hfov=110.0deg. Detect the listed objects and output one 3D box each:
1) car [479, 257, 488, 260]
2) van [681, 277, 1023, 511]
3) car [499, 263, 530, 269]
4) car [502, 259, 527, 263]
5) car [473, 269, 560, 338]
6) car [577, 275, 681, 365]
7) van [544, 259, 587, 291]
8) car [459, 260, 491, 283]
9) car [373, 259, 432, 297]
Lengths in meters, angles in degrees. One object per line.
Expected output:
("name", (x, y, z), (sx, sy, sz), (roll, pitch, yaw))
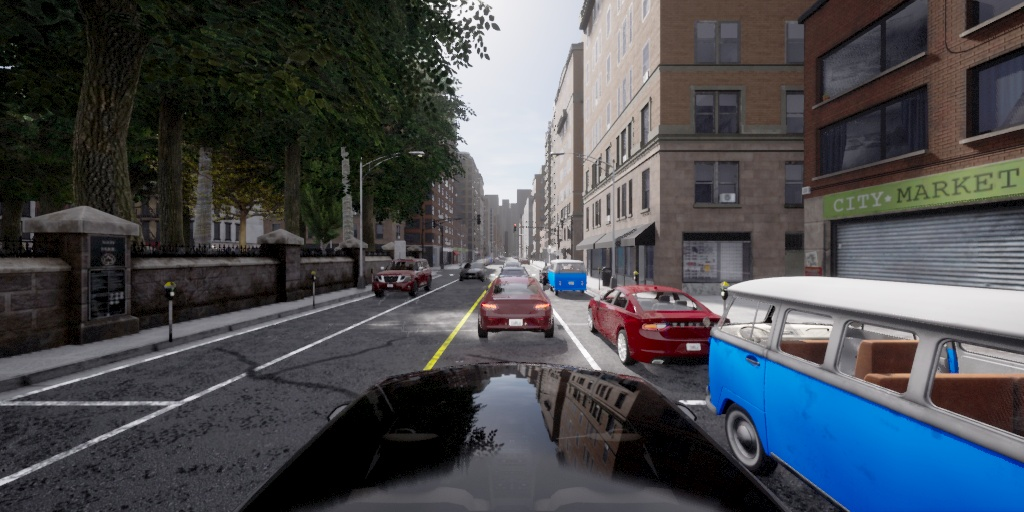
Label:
("car", (-5.624, 1.229, 62.676), (1.751, 1.417, 4.829), (0, 0, 0))
("van", (2.857, 1.091, 2.209), (1.690, 1.789, 3.998), (0, 0, 0))
("car", (0.110, 1.292, 19.652), (2.033, 1.411, 5.357), (0, 0, 1))
("car", (0.024, 1.242, 29.396), (1.837, 1.490, 4.892), (0, 0, 0))
("car", (0.101, 1.274, 10.073), (1.812, 1.442, 4.674), (0, 0, 0))
("car", (2.861, 1.294, 7.870), (1.888, 1.381, 4.507), (0, 0, 0))
("van", (2.869, 1.085, 19.191), (1.690, 1.789, 3.998), (0, 0, 0))
("car", (-2.992, 1.246, 28.293), (1.837, 1.490, 4.892), (0, 0, 0))
("car", (-5.655, 1.059, 19.157), (2.192, 1.841, 5.009), (0, 0, 0))
